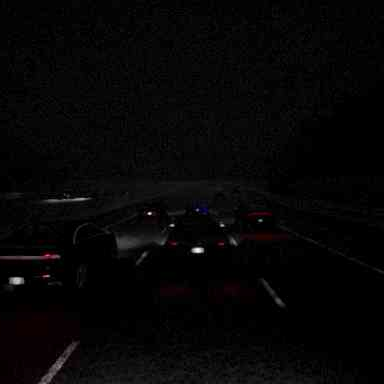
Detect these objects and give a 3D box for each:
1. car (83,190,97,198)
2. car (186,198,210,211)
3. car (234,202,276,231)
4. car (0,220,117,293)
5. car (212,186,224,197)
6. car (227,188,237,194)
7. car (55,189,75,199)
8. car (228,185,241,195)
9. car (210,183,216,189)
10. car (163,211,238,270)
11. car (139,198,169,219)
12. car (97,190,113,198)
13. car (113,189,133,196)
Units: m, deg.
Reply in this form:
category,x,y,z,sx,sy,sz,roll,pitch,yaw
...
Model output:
category,x,y,z,sx,sy,sz,roll,pitch,yaw
car,-19.278,0.331,63.656,2.128,1.511,4.902,0,2,3
car,0.495,1.221,28.705,1.882,1.535,5.008,0,1,1
car,3.682,1.341,20.051,1.882,1.535,5.008,0,1,1
car,-3.345,1.477,8.805,2.128,1.511,4.902,0,0,0
car,5.314,0.229,64.960,1.882,1.535,5.008,0,2,3
car,9.471,-0.277,78.970,2.033,1.411,5.357,0,2,3
car,-22.390,0.347,58.583,2.097,1.767,4.553,0,2,0
car,8.903,-0.361,69.348,2.150,2.045,5.566,0,2,4
car,6.394,-0.757,88.134,2.097,1.767,4.553,0,2,3
car,0.177,1.539,11.009,1.994,1.385,4.181,0,0,1
car,-3.050,1.285,26.893,1.837,1.490,4.892,0,1,1
car,-15.810,0.352,63.017,1.837,1.490,4.892,0,2,3
car,-12.390,0.244,61.457,2.097,1.767,4.553,0,2,3
